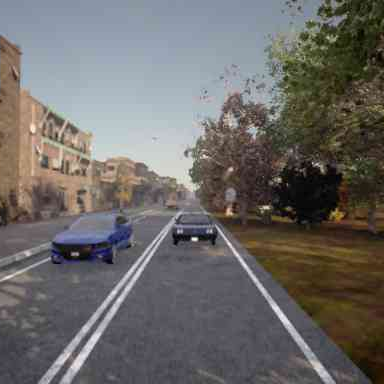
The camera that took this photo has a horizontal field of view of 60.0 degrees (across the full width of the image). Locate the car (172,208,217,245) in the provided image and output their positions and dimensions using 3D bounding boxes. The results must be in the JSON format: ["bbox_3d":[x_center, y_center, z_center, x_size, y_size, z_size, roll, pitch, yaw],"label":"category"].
[{"bbox_3d":[0.117,1.654,15.810,1.895,1.301,4.718,0,0,0],"label":"car"}]

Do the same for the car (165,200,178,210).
[{"bbox_3d":[-3.173,2.044,52.502,1.882,1.535,5.008,0,-1,1],"label":"car"}]

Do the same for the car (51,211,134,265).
[{"bbox_3d":[-3.338,1.508,12.006,1.882,1.535,5.008,0,0,0],"label":"car"}]
